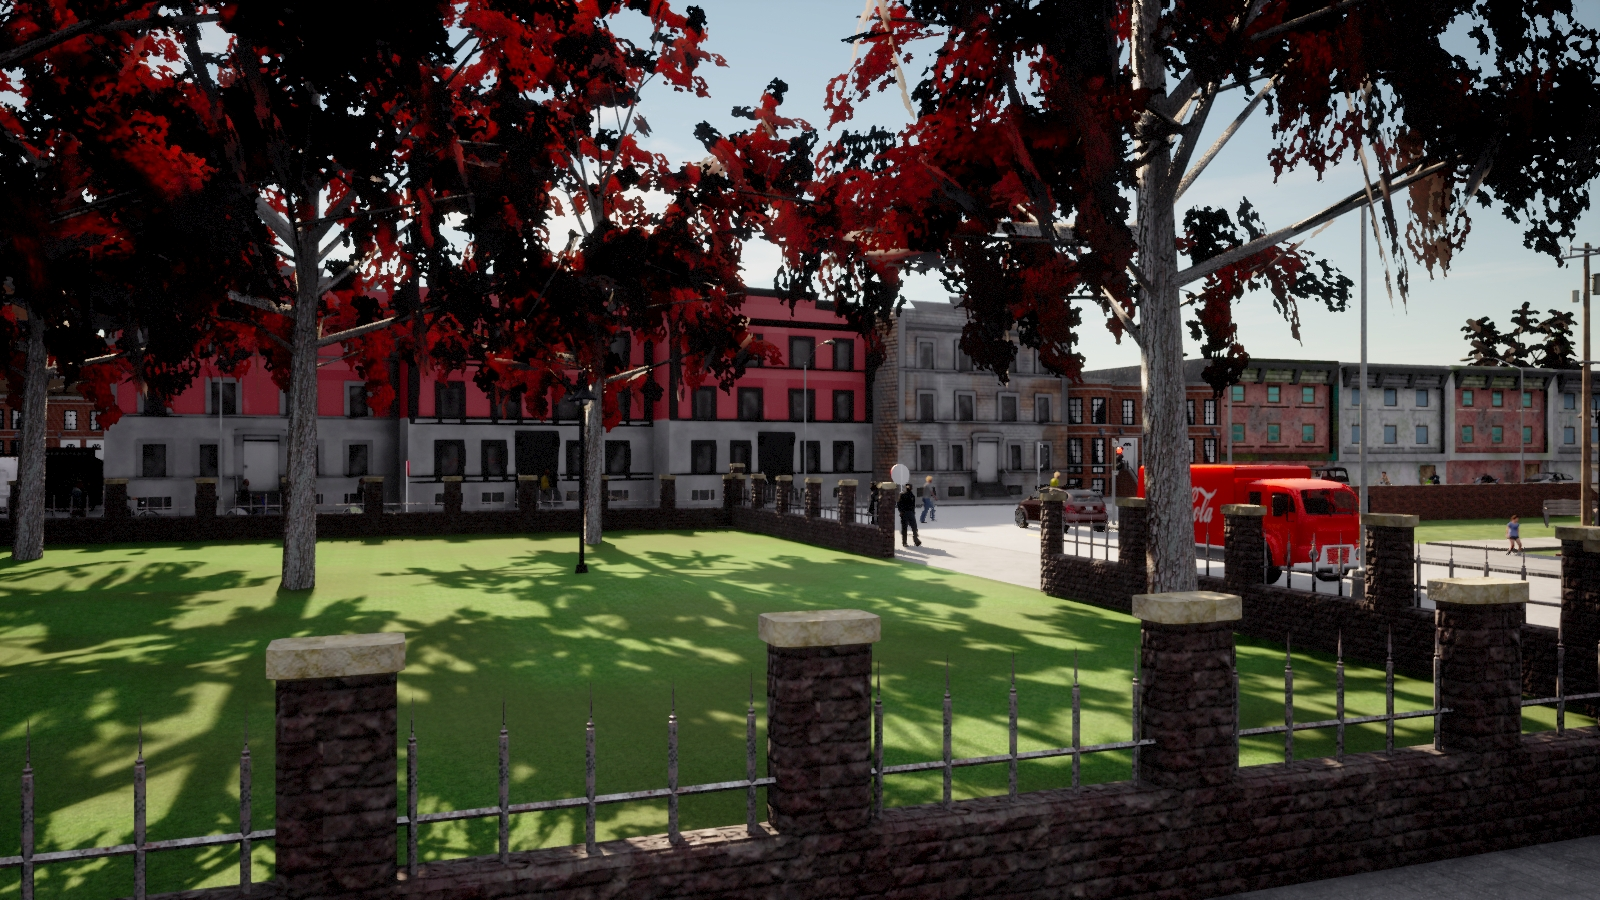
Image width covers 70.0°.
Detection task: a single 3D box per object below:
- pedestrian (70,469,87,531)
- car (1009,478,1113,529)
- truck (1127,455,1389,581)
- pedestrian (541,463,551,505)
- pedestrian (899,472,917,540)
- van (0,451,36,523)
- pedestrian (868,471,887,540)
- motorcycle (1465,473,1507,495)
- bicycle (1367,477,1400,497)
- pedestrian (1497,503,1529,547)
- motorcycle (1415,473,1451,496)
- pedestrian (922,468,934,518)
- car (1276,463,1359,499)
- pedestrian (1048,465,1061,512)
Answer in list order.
[{"bbox_3d":[-21.912,1.524,34.704,0.375,1.860,0.375,0,0,-20],"label":"pedestrian"},{"bbox_3d":[9.022,1.810,39.748,1.789,1.549,3.705,0,1,-20],"label":"car"},{"bbox_3d":[9.964,1.348,25.442,2.627,2.467,5.204,0,0,-20],"label":"truck"},{"bbox_3d":[-11.360,1.524,51.061,0.375,1.860,0.375,0,0,-6],"label":"pedestrian"},{"bbox_3d":[2.966,1.525,31.314,0.375,1.860,0.375,0,0,-19],"label":"pedestrian"},{"bbox_3d":[-31.035,1.315,40.786,5.915,2.561,1.988,0,0,-20],"label":"van"},{"bbox_3d":[2.129,1.525,31.526,0.375,1.860,0.375,0,0,-42],"label":"pedestrian"},{"bbox_3d":[39.853,1.985,66.375,2.209,1.251,0.867,0,0,-20],"label":"motorcycle"},{"bbox_3d":[32.543,2.036,63.766,1.487,1.080,0.859,0,0,-20],"label":"bicycle"},{"bbox_3d":[18.122,1.904,29.048,0.500,1.100,0.500,0,0,-1],"label":"pedestrian"},{"bbox_3d":[36.002,1.962,64.979,1.805,1.236,0.856,0,0,-20],"label":"motorcycle"},{"bbox_3d":[4.835,1.628,43.061,0.375,1.860,0.375,0,0,-8],"label":"pedestrian"},{"bbox_3d":[28.140,1.638,62.162,3.866,1.878,1.905,0,0,-20],"label":"car"},{"bbox_3d":[10.177,1.517,45.696,0.375,1.860,0.375,0,0,-23],"label":"pedestrian"}]
